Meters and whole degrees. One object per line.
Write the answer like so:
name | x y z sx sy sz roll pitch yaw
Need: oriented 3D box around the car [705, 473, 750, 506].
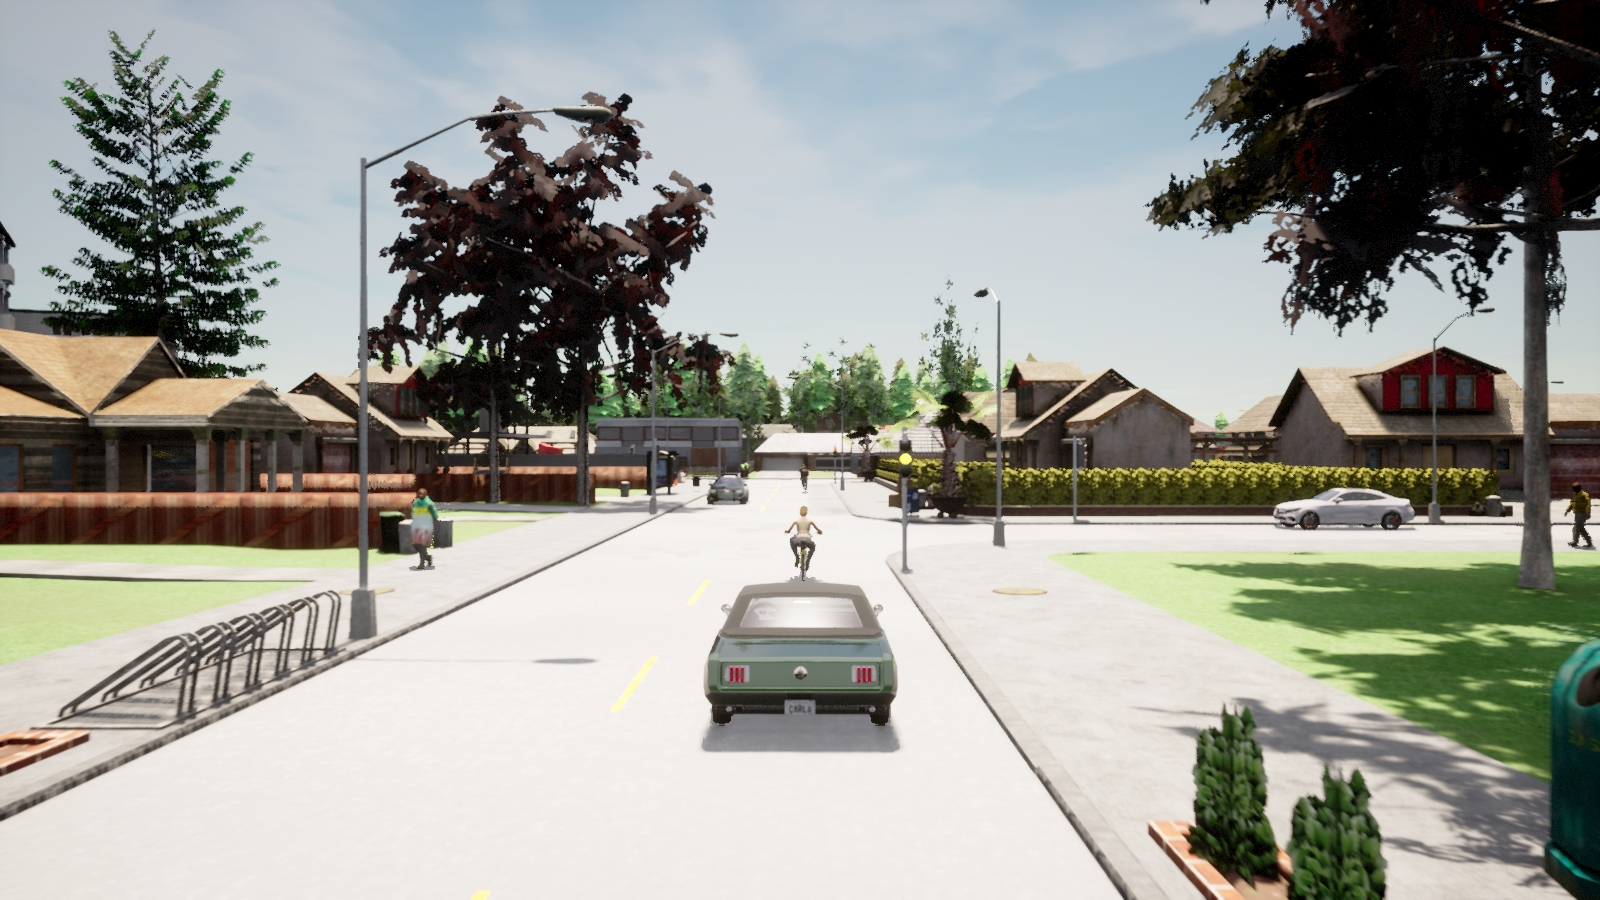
car | -3.747 2.037 60.032 2.038 1.542 4.974 0 0 0

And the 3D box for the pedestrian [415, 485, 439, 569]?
pedestrian | -8.476 1.742 25.943 0.375 1.860 0.375 0 0 13

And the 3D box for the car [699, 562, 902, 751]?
car | 0.023 2.155 13.012 1.895 1.301 4.718 0 0 0

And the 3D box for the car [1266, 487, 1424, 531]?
car | 19.297 2.081 40.621 4.674 1.442 2.002 0 0 0

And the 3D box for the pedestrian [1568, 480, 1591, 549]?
pedestrian | 21.177 1.743 31.030 0.375 1.860 0.375 0 0 0
